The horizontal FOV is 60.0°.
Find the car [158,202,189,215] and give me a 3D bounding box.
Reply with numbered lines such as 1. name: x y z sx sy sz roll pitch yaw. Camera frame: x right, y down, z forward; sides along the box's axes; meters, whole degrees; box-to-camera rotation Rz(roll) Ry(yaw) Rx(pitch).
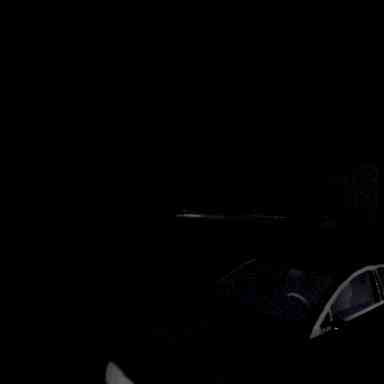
1. car: -2.319 2.322 46.732 2.128 1.511 4.902 -1 0 -35

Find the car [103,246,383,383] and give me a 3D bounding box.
1. car: 1.398 1.502 4.053 4.902 1.511 2.128 0 0 -35

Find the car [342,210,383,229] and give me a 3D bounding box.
1. car: 13.410 1.910 24.734 1.994 1.385 4.181 -1 -1 -36

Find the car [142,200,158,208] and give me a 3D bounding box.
1. car: -7.324 2.256 60.061 1.837 1.490 4.892 -1 1 -36

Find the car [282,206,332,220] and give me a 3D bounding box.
1. car: 11.490 2.058 33.638 1.895 1.301 4.718 -1 0 -35
